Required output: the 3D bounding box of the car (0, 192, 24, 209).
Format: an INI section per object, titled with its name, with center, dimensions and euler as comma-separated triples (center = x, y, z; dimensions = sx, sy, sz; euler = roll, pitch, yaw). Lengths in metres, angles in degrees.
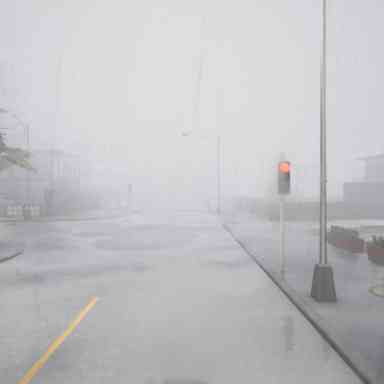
[car]
center = -19.736, 0.962, 34.939
dimensions = 1.905, 1.878, 3.866
euler = 0, 0, 35
